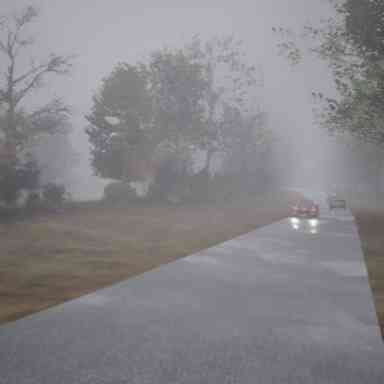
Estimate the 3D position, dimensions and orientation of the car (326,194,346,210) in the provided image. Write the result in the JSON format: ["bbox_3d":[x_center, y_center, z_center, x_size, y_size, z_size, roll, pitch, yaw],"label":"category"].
[{"bbox_3d":[18.626,1.465,42.674,2.128,1.511,4.902,0,1,22],"label":"car"}]

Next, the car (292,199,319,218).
[{"bbox_3d":[10.932,1.505,31.822,2.097,1.767,4.553,1,0,25],"label":"car"}]

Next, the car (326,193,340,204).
[{"bbox_3d":[23.661,1.023,56.057,1.837,1.490,4.892,0,2,18],"label":"car"}]
